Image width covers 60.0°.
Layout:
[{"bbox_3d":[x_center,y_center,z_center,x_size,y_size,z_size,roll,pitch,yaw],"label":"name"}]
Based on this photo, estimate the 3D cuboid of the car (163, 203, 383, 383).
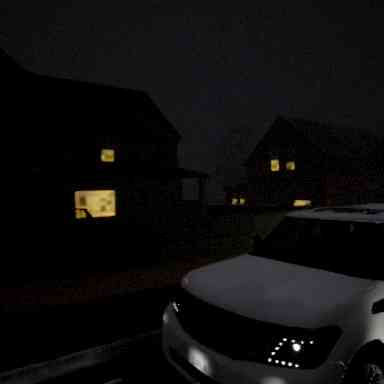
[{"bbox_3d":[2.316,1.221,4.717,5.566,2.045,2.150,0,0,-35],"label":"car"}]
